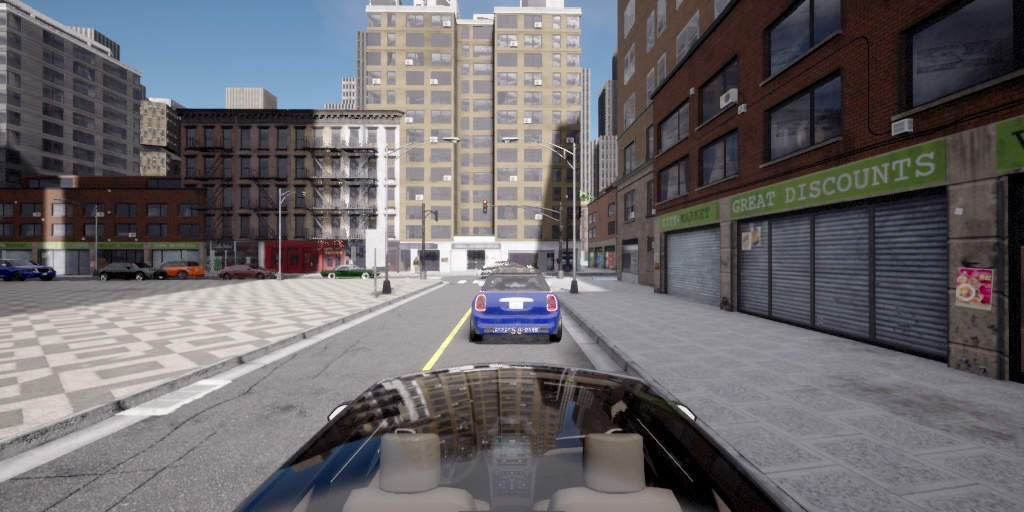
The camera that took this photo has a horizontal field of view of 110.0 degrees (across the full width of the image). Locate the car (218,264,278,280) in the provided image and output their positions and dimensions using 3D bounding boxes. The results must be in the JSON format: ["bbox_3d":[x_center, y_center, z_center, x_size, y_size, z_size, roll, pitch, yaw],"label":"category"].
[{"bbox_3d":[-23.339,1.433,31.829,4.674,1.442,1.812,0,0,-1],"label":"car"}]

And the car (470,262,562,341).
[{"bbox_3d":[0.085,1.101,9.979,2.097,1.767,4.553,0,0,0],"label":"car"}]

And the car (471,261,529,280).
[{"bbox_3d":[-0.964,1.234,31.442,4.902,1.511,2.128,0,-1,-43],"label":"car"}]

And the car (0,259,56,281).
[{"bbox_3d":[-43.908,1.256,31.551,5.566,2.045,2.150,0,0,0],"label":"car"}]

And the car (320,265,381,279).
[{"bbox_3d":[-14.269,1.442,31.948,4.718,1.301,1.895,0,0,-1],"label":"car"}]

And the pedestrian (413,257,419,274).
[{"bbox_3d":[-10.244,0.969,38.247,0.375,1.860,0.375,0,0,-1],"label":"pedestrian"}]

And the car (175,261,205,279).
[{"bbox_3d":[-32.797,1.330,34.872,4.553,1.767,2.097,0,0,-1],"label":"car"}]

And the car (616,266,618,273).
[{"bbox_3d":[12.453,1.180,35.549,4.181,1.385,1.994,-1,0,-1],"label":"car"}]

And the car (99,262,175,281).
[{"bbox_3d":[-33.287,1.323,31.671,4.553,1.767,2.097,0,0,-1],"label":"car"}]
